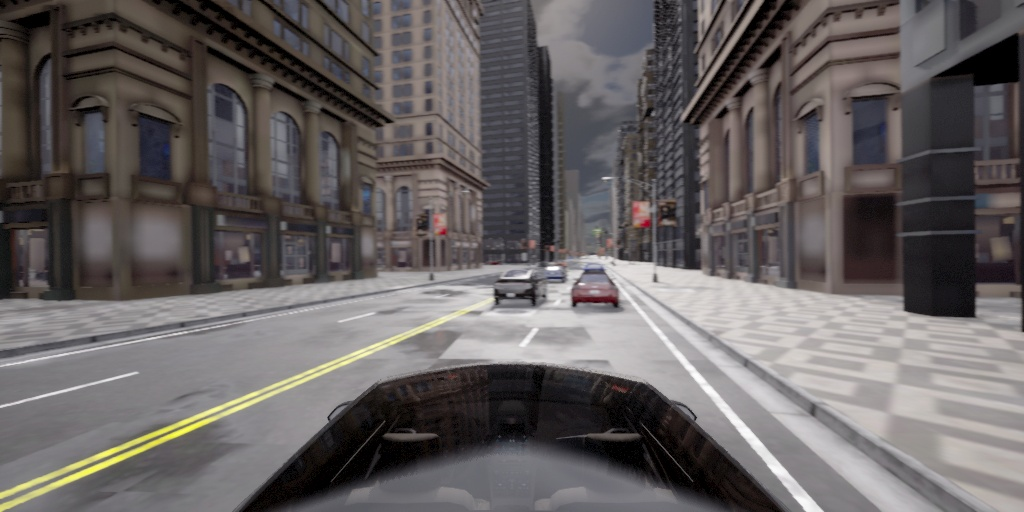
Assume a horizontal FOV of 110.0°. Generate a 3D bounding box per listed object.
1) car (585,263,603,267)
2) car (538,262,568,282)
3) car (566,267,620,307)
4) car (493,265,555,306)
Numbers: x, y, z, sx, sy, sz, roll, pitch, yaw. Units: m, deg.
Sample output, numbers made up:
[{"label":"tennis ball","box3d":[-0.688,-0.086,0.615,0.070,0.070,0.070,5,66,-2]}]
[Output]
[{"label":"car","box3d":[7.051,1.359,30.724,1.882,1.535,5.008,-1,0,13]},{"label":"car","box3d":[3.769,1.471,30.976,2.033,1.411,5.357,-1,0,13]},{"label":"car","box3d":[3.668,1.376,15.910,1.994,1.385,4.181,-1,0,13]},{"label":"car","box3d":[0.503,1.349,16.651,2.128,1.511,4.902,-1,0,13]}]
